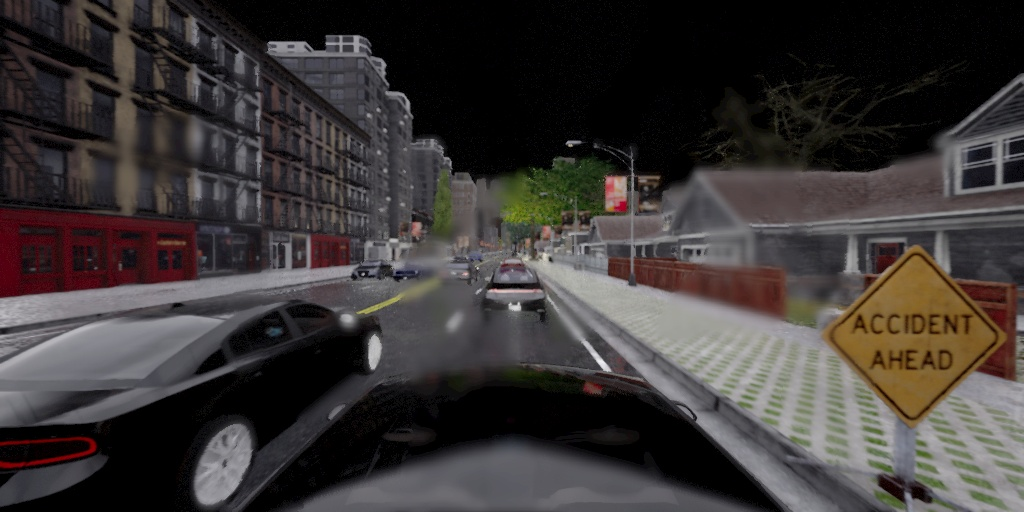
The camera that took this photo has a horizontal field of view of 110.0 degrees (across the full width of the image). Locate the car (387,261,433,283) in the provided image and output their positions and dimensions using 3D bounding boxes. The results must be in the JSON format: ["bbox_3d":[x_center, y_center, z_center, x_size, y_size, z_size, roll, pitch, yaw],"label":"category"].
[{"bbox_3d":[-6.616,1.048,24.531,1.895,1.301,4.718,0,1,0],"label":"car"}]

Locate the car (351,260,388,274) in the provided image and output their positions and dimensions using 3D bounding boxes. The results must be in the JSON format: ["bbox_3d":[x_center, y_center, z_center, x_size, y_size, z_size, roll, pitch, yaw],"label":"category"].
[{"bbox_3d":[-9.864,0.995,25.767,1.994,1.385,4.181,0,1,0],"label":"car"}]

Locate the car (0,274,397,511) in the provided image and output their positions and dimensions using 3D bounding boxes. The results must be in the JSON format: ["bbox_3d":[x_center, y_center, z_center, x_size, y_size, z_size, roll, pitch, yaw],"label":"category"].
[{"bbox_3d":[-3.168,1.195,4.242,1.882,1.535,5.008,0,1,0],"label":"car"}]

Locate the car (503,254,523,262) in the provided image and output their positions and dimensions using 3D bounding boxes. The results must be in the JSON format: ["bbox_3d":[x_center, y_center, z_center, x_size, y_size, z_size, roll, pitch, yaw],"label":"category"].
[{"bbox_3d":[0.079,0.866,28.675,1.882,1.535,5.008,0,1,0],"label":"car"}]

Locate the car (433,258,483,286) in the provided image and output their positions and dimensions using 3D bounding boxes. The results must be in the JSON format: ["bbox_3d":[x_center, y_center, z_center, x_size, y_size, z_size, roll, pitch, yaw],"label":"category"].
[{"bbox_3d":[-3.169,1.022,22.393,2.033,1.411,5.357,0,1,0],"label":"car"}]

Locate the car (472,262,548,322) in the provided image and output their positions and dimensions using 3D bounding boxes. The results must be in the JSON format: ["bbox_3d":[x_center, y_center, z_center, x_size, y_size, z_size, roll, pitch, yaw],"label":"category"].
[{"bbox_3d":[0.090,1.109,11.717,2.128,1.511,4.902,0,1,0],"label":"car"}]

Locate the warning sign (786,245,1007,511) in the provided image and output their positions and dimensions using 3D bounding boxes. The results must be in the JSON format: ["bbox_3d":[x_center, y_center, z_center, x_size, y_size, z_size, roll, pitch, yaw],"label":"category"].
[{"bbox_3d":[2.850,0.853,2.611,1.300,1.860,1.060,0,0,0],"label":"warning sign"}]
